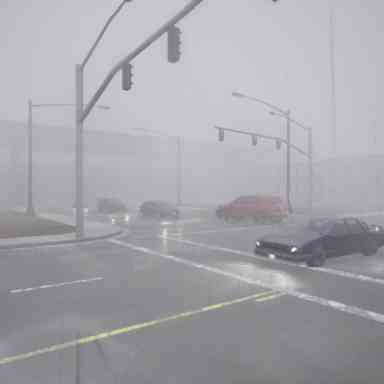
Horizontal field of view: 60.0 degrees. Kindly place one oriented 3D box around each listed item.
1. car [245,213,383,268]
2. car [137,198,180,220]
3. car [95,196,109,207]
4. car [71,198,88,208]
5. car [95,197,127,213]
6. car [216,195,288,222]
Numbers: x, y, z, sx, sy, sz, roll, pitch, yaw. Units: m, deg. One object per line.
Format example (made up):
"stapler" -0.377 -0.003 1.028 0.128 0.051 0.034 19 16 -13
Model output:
"car" 4.584 1.530 11.414 5.357 1.411 2.033 0 0 -34
"car" -2.872 1.503 28.448 1.837 1.490 4.892 0 0 -36
"car" -14.218 1.475 52.340 1.882 1.535 5.008 -1 0 -19
"car" -15.949 1.524 47.005 1.812 1.442 4.674 0 0 -26
"car" -8.874 1.476 36.585 1.882 1.535 5.008 0 0 -36
"car" 4.276 1.221 24.223 2.150 2.045 5.566 -1 1 -41
